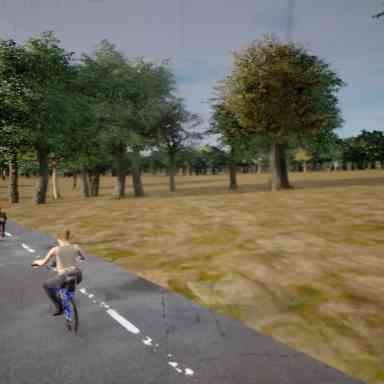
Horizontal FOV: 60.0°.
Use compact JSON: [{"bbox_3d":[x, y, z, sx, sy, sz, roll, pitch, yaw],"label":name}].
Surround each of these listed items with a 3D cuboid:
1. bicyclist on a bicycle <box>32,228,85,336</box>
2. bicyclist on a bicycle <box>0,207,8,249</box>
[{"bbox_3d":[-2.122,1.391,5.471,0.866,1.612,1.509,-2,1,-35],"label":"bicyclist on a bicycle"},{"bbox_3d":[-7.596,1.418,13.216,0.582,1.620,1.656,-2,1,-36],"label":"bicyclist on a bicycle"}]
